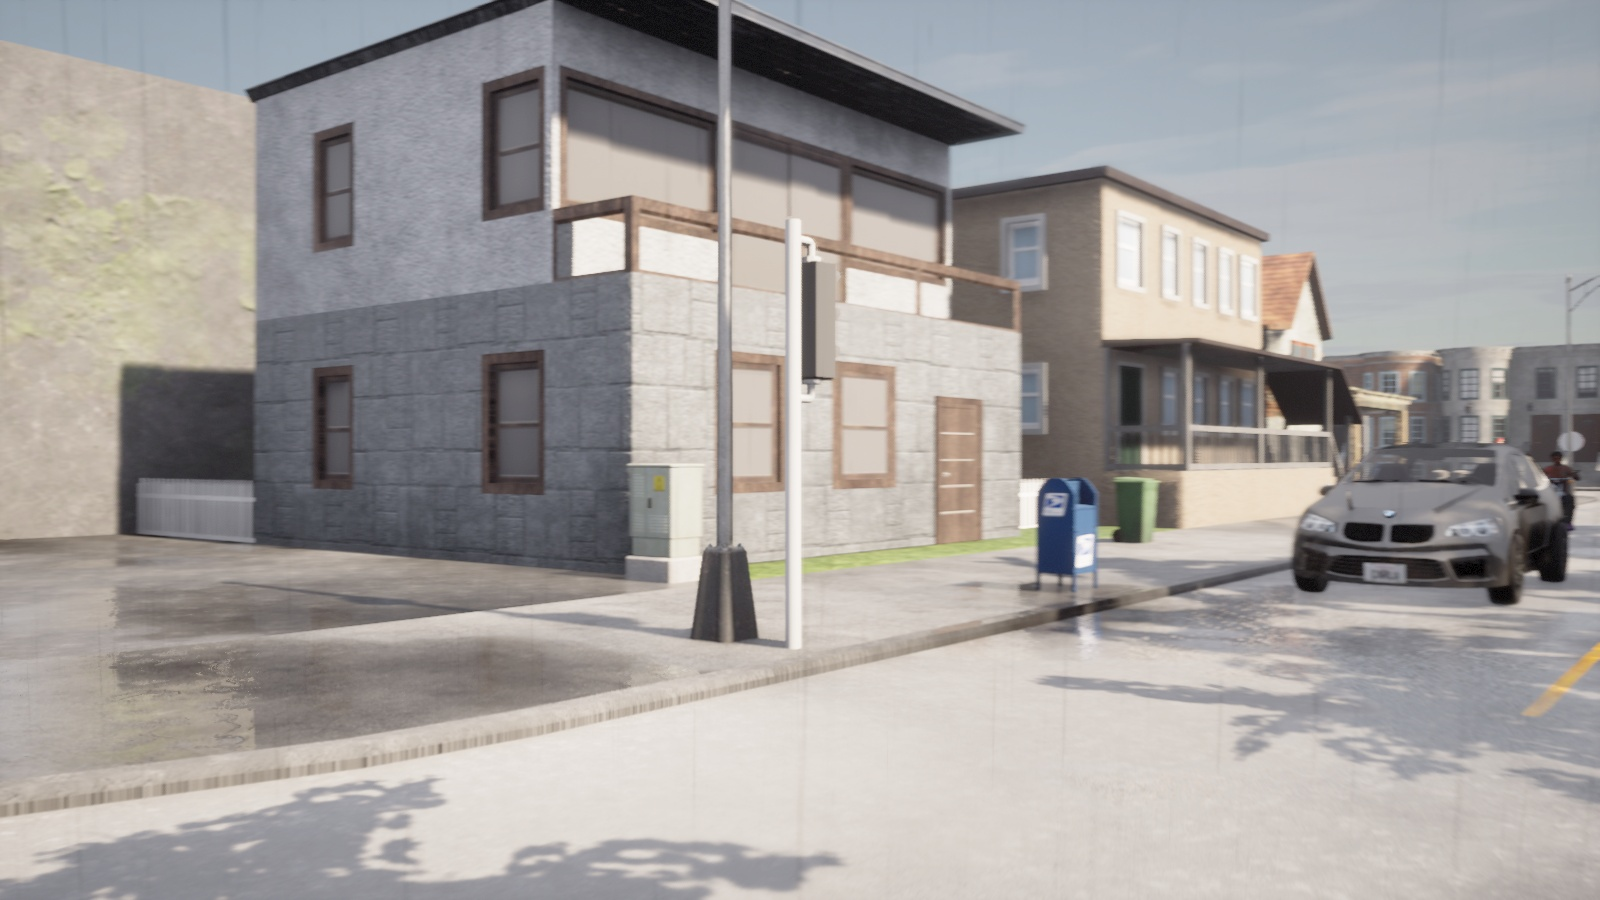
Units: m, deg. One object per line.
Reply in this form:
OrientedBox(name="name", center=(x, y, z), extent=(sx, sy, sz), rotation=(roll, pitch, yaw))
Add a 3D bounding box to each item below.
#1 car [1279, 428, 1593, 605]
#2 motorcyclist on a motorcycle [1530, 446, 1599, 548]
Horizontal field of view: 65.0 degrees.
OrientedBox(name="car", center=(7.409, 0.640, 14.359), extent=(2.242, 1.667, 4.611), rotation=(-1, 0, 39))
OrientedBox(name="motorcyclist on a motorcycle", center=(13.095, 0.762, 21.401), extent=(0.766, 1.649, 2.350), rotation=(-1, 0, 39))
